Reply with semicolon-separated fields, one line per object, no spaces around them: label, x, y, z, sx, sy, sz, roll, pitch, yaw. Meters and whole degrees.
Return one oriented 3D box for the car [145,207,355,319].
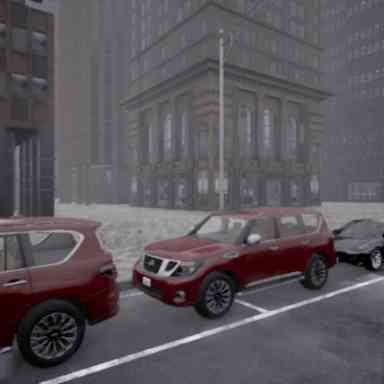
car;1.223;1.309;7.528;5.009;1.841;2.192;0;0;-36

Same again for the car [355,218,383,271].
car;5.843;1.553;10.829;4.313;1.339;1.947;0;0;-36

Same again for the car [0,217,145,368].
car;-3.395;1.316;4.227;5.009;1.841;2.192;0;0;-36
